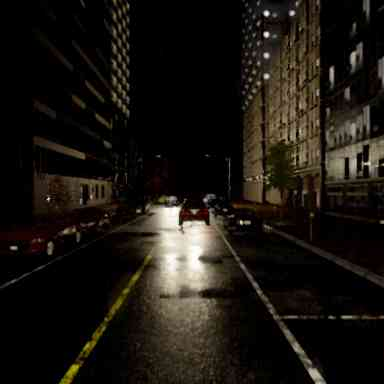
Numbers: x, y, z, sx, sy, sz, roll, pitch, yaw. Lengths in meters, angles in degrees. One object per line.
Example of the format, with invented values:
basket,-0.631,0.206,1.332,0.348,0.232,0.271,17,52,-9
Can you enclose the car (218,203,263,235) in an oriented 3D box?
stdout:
car,2.736,1.541,18.481,1.947,1.339,4.313,0,0,0

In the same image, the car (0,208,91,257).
car,-5.658,1.529,12.814,1.887,1.381,4.507,0,0,0

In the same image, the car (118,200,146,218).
car,-5.618,1.501,29.893,1.887,1.381,4.507,0,0,0

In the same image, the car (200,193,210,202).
car,2.868,1.166,75.402,2.192,1.841,5.009,0,0,0

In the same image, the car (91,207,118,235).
car,-5.645,1.557,18.508,1.802,1.307,4.206,0,0,0

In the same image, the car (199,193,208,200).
car,2.894,1.134,86.787,2.192,1.841,5.009,0,0,0

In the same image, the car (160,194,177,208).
car,-2.972,1.411,47.861,2.128,1.511,4.902,0,0,0

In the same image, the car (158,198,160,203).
car,-5.540,1.408,63.878,1.752,1.417,4.829,0,0,0

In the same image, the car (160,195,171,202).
car,-5.527,1.418,69.742,2.008,1.369,4.403,0,0,0

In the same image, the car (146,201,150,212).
car,-5.606,1.512,35.585,1.947,1.339,4.313,0,0,0

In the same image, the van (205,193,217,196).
van,2.802,1.264,46.943,1.690,1.788,3.998,0,0,0

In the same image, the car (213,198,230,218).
car,2.762,1.522,29.865,1.947,1.339,4.313,0,0,0

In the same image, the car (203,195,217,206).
car,2.815,1.350,52.634,1.967,1.590,4.097,0,0,0

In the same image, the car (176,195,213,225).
car,0.156,1.318,23.850,2.097,1.767,4.553,0,0,0

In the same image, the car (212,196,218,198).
car,2.788,1.501,41.249,1.947,1.339,4.313,0,0,0

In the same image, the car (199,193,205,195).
car,0.194,1.288,41.072,2.097,1.767,4.553,0,0,0

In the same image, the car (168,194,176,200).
car,-5.474,1.354,92.511,2.008,1.369,4.403,0,0,0
